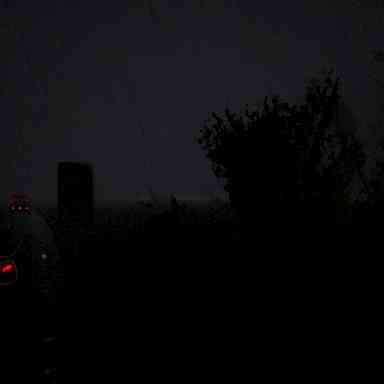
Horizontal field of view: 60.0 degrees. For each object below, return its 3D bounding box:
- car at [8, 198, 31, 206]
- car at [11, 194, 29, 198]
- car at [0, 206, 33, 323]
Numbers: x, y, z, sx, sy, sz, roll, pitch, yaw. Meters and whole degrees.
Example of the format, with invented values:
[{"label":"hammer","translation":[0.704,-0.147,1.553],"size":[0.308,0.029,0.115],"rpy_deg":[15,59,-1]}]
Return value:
[{"label":"car","translation":[-17.492,1.589,33.899],"size":[2.033,1.411,5.357],"rpy_deg":[0,0,-27]},{"label":"car","translation":[-22.406,1.286,43.076],"size":[2.150,2.045,5.566],"rpy_deg":[0,0,-29]},{"label":"car","translation":[-4.514,1.358,6.888],"size":[2.097,1.767,4.553],"rpy_deg":[0,0,-24]}]
